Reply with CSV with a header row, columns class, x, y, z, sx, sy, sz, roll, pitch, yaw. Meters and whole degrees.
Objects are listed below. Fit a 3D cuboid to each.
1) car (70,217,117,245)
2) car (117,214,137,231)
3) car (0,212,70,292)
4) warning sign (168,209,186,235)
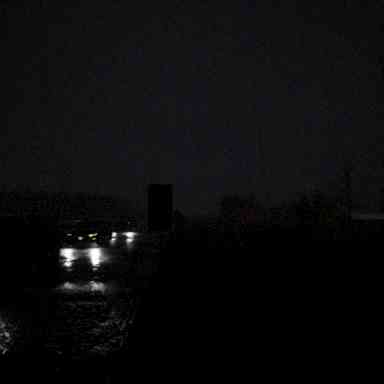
class,x,y,z,sx,sy,sz,roll,pitch,yaw
car,-6.278,2.437,20.939,1.837,1.490,4.892,0,-3,-1
car,-6.584,2.927,32.562,1.882,1.535,5.008,0,-3,-2
car,-5.992,1.697,10.566,2.150,2.045,5.566,0,-2,-2
warning sign,-1.080,2.155,24.324,1.300,1.860,1.060,-1,-3,-2
